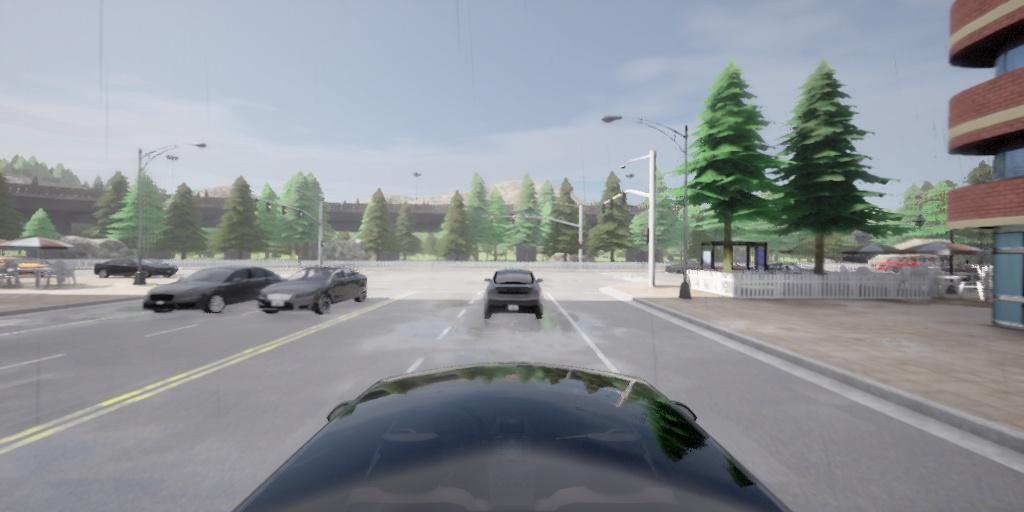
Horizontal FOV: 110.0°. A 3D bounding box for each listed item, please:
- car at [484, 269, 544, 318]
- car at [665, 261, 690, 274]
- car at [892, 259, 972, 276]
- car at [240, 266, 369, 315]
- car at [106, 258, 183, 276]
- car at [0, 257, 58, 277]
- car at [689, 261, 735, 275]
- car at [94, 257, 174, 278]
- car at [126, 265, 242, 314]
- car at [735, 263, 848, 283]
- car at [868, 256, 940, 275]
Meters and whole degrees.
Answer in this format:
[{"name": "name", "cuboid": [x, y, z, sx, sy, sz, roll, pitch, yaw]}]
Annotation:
[{"name": "car", "cuboid": [0.062, 1.201, 12.655, 1.837, 1.490, 4.892, 0, 1, 0]}, {"name": "car", "cuboid": [18.173, 1.182, 37.216, 4.181, 1.385, 1.994, 0, 0, 1]}, {"name": "car", "cuboid": [38.529, 1.266, 32.649, 4.892, 1.490, 1.837, 0, 0, 12]}, {"name": "car", "cuboid": [-6.945, 1.144, 13.116, 2.128, 1.511, 4.902, 0, 0, 1]}, {"name": "car", "cuboid": [-31.085, 0.891, 30.413, 4.674, 1.442, 1.812, 0, 0, 0]}, {"name": "car", "cuboid": [-37.734, 0.823, 26.780, 5.008, 1.535, 1.882, 1, 0, -2]}, {"name": "car", "cuboid": [19.734, 1.247, 33.723, 4.718, 1.301, 1.895, 0, 0, 1]}, {"name": "car", "cuboid": [-28.160, 0.878, 26.876, 5.008, 1.535, 1.882, 0, 0, 1]}, {"name": "car", "cuboid": [-10.446, 1.139, 13.102, 1.837, 1.490, 4.892, 0, 0, 1]}, {"name": "car", "cuboid": [17.733, 1.145, 22.903, 2.033, 1.411, 5.357, 2, -2, -24]}, {"name": "car", "cuboid": [39.531, 0.971, 36.051, 5.566, 2.045, 2.150, 0, 0, 12]}]
